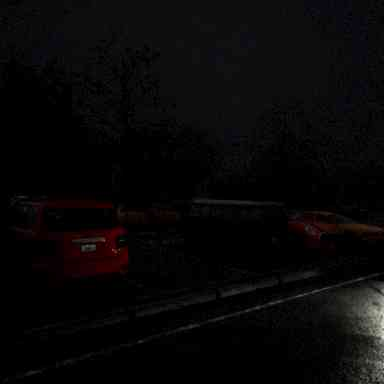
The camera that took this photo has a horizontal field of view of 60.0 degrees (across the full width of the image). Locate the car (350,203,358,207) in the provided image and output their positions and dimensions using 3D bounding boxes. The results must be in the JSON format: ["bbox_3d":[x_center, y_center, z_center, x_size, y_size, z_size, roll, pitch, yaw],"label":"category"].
[{"bbox_3d":[16.452,2.189,38.270,2.002,1.452,4.674,2,-1,-36],"label":"car"}]

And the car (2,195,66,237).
[{"bbox_3d":[-9.447,1.210,19.550,2.435,2.045,5.566,0,0,-36],"label":"car"}]

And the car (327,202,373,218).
[{"bbox_3d":[18.998,2.127,40.166,2.185,1.767,4.553,2,-1,-36],"label":"car"}]

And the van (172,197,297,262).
[{"bbox_3d":[1.360,1.280,12.402,1.878,1.987,4.442,1,0,-36],"label":"van"}]

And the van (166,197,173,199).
[{"bbox_3d":[-0.340,1.375,26.024,1.878,1.987,4.442,1,-1,-36],"label":"van"}]

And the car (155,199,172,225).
[{"bbox_3d":[-2.784,1.552,24.630,1.946,1.575,5.366,1,-1,-36],"label":"car"}]

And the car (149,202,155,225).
[{"bbox_3d":[-4.941,1.516,23.072,1.946,1.575,5.366,1,0,-36],"label":"car"}]

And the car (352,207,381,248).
[{"bbox_3d":[6.359,1.586,15.645,1.946,1.575,5.366,1,-1,-36],"label":"car"}]

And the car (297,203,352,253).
[{"bbox_3d":[3.870,1.417,14.112,2.185,1.767,4.553,1,-1,-36],"label":"car"}]

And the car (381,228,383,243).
[{"bbox_3d":[7.352,1.419,8.951,4.553,1.767,2.097,1,-1,-35],"label":"car"}]

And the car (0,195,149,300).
[{"bbox_3d":[-3.603,1.200,8.698,2.435,2.045,5.566,1,0,-36],"label":"car"}]
